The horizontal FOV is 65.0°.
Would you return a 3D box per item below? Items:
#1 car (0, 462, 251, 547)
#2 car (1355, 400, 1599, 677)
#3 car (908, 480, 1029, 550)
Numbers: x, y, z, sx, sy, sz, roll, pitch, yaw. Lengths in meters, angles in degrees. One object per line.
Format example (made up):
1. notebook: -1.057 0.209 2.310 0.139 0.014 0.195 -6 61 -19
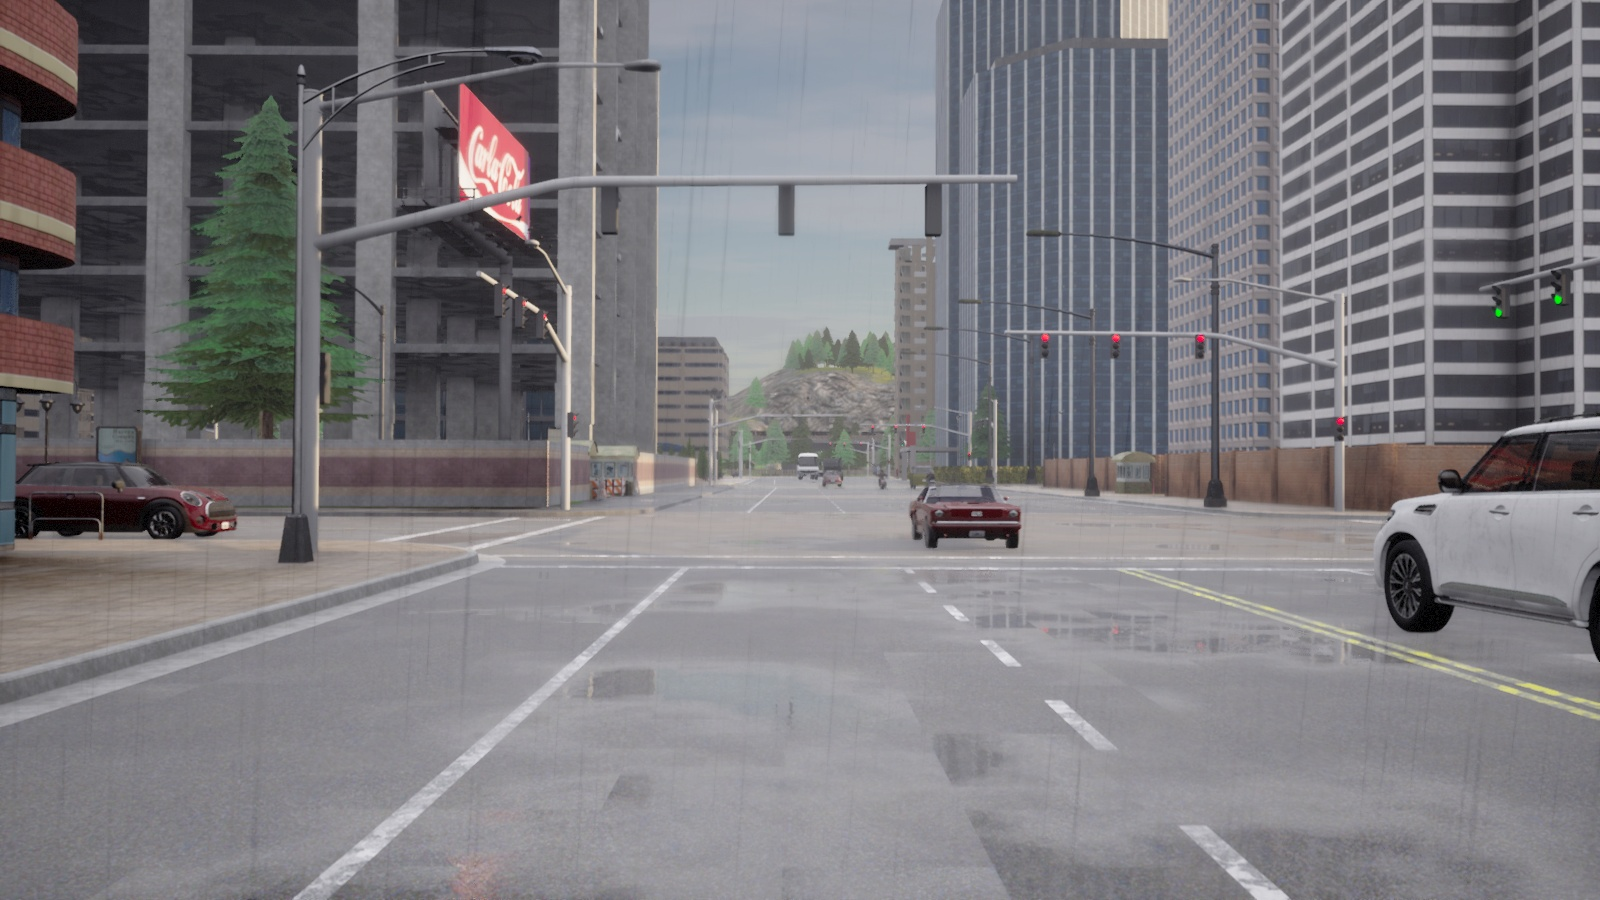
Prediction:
1. car: -14.661 1.154 27.256 4.553 1.767 2.097 0 -1 0
2. car: 6.973 0.667 10.514 2.150 2.045 5.566 0 -1 0
3. car: 3.435 1.312 26.494 1.895 1.301 4.718 0 -1 0
